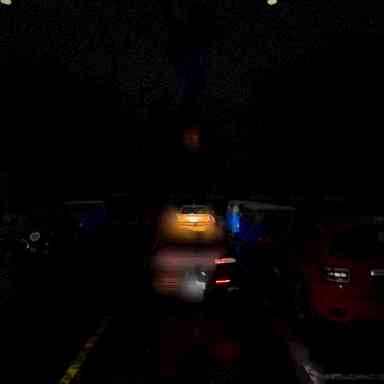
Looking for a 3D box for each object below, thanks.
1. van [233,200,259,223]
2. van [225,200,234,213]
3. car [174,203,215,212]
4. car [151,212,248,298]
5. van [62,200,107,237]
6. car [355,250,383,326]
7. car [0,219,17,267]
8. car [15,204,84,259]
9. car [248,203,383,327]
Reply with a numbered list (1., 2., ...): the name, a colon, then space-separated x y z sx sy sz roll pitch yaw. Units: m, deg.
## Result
1. van: 2.749 1.342 12.385 1.690 1.788 3.998 0 0 0
2. van: 2.743 1.342 17.823 1.690 1.788 3.998 0 0 0
3. car: 0.120 1.353 17.520 2.097 1.767 4.553 0 0 1
4. car: 0.094 1.492 8.471 2.128 1.511 4.902 0 0 0
5. van: -5.783 1.342 17.814 1.690 1.788 3.998 0 0 0
6. car: 2.761 1.440 1.510 1.967 1.590 4.097 0 0 0
7. car: -5.770 1.525 6.769 1.752 1.417 4.829 0 0 0
8. car: -5.776 1.441 12.376 1.967 1.590 4.097 0 0 0
9. car: 2.755 1.315 6.948 2.192 1.841 5.009 0 0 0
